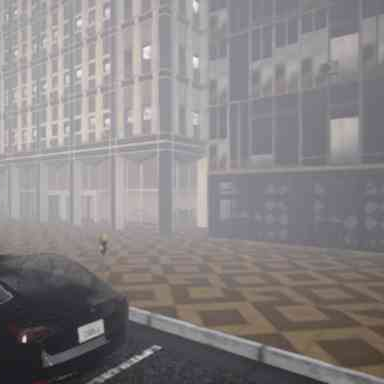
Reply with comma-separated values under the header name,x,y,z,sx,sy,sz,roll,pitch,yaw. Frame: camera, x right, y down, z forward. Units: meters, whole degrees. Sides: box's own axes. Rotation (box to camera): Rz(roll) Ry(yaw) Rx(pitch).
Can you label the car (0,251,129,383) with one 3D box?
name,x,y,z,sx,sy,sz,roll,pitch,yaw
car,-2.800,1.557,4.873,4.313,1.339,1.947,0,0,35
